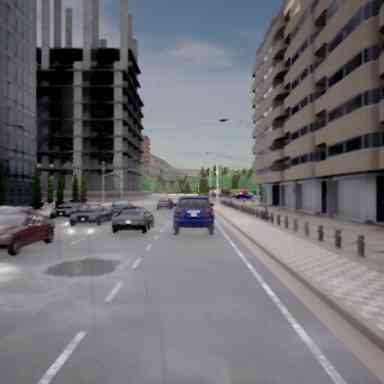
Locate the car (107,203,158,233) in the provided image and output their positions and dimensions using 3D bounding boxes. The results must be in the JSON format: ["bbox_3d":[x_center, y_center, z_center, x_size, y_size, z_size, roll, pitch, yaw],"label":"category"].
[{"bbox_3d":[-3.402,1.567,19.794,1.994,1.385,4.181,0,0,0],"label":"car"}]

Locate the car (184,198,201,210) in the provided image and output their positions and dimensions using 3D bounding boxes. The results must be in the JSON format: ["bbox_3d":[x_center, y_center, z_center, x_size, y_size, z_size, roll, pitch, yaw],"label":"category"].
[{"bbox_3d":[0.065,1.571,43.048,1.994,1.385,4.181,0,0,0],"label":"car"}]

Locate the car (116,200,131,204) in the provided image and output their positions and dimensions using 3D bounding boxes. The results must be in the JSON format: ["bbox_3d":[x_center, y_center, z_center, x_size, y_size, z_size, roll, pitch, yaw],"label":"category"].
[{"bbox_3d":[-7.002,1.531,33.662,1.812,1.442,4.674,0,0,0],"label":"car"}]

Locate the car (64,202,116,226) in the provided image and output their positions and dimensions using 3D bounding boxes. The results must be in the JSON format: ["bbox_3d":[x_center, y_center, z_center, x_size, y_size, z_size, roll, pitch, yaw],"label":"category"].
[{"bbox_3d":[-7.027,1.568,23.402,1.994,1.385,4.181,0,0,0],"label":"car"}]

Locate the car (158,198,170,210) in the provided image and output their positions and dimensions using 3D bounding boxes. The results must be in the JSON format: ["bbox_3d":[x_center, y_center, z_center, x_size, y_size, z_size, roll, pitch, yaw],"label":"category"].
[{"bbox_3d":[-3.437,1.498,43.273,2.128,1.511,4.902,0,0,0],"label":"car"}]

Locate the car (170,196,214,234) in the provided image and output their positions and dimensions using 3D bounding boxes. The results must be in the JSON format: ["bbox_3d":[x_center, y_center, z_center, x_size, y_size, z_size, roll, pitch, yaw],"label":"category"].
[{"bbox_3d":[0.110,1.225,19.312,2.150,2.045,5.566,0,0,0],"label":"car"}]

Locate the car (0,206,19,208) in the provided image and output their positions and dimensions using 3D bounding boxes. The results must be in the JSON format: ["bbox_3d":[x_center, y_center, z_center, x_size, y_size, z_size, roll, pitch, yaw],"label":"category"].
[{"bbox_3d":[-10.560,1.529,18.795,1.812,1.442,4.674,0,0,0],"label":"car"}]

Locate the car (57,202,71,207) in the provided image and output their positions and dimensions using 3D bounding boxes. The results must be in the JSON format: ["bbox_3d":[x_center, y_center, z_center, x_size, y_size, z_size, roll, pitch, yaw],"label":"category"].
[{"bbox_3d":[-10.502,1.569,28.598,1.994,1.385,4.181,0,0,0],"label":"car"}]

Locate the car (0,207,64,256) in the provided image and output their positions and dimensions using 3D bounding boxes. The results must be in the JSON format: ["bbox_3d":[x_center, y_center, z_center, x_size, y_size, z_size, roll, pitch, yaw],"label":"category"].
[{"bbox_3d":[-7.080,1.528,13.359,1.812,1.442,4.674,0,0,0],"label":"car"}]
